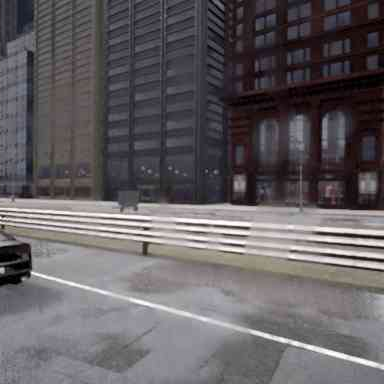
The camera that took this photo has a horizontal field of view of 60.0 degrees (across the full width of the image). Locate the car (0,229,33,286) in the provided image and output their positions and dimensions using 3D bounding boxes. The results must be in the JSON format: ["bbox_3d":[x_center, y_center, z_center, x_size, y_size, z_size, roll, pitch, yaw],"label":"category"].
[{"bbox_3d":[-5.956,1.462,8.230,5.008,1.535,1.882,0,0,35],"label":"car"}]
